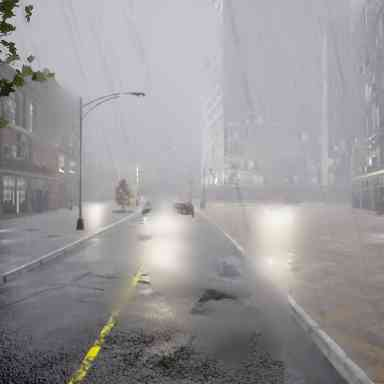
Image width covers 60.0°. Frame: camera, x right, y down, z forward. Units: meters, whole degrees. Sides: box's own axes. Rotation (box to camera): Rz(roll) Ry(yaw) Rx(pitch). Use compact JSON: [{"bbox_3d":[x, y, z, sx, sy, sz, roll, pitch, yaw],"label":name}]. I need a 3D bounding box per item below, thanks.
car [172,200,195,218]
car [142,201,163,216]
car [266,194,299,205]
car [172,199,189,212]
[{"bbox_3d":[-0.820,1.482,30.786,1.882,1.535,5.008,0,0,-3],"label":"car"},{"bbox_3d":[-3.870,1.549,32.868,2.033,1.411,5.357,0,0,-3],"label":"car"},{"bbox_3d":[13.940,1.201,51.523,5.009,1.841,2.192,0,-1,15],"label":"car"},{"bbox_3d":[-1.504,1.607,40.661,1.895,1.301,4.718,0,0,-4],"label":"car"}]
